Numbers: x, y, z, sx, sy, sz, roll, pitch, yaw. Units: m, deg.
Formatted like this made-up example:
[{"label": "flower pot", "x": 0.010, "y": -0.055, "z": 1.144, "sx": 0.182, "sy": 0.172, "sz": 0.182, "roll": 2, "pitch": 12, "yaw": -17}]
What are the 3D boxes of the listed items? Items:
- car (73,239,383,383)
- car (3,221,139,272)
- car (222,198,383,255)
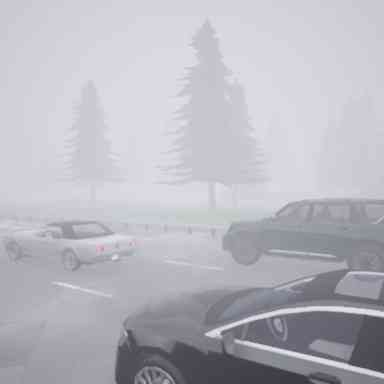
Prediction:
[{"label": "car", "x": 1.411, "y": 1.485, "z": 2.890, "sx": 4.902, "sy": 1.511, "sz": 2.128, "roll": 0, "pitch": 0, "yaw": 35}, {"label": "car", "x": -4.084, "y": 1.599, "z": 10.821, "sx": 4.718, "sy": 1.301, "sz": 1.895, "roll": 0, "pitch": 0, "yaw": 33}, {"label": "car", "x": 3.634, "y": 1.203, "z": 9.888, "sx": 5.566, "sy": 2.045, "sz": 2.150, "roll": 0, "pitch": 0, "yaw": 35}]
